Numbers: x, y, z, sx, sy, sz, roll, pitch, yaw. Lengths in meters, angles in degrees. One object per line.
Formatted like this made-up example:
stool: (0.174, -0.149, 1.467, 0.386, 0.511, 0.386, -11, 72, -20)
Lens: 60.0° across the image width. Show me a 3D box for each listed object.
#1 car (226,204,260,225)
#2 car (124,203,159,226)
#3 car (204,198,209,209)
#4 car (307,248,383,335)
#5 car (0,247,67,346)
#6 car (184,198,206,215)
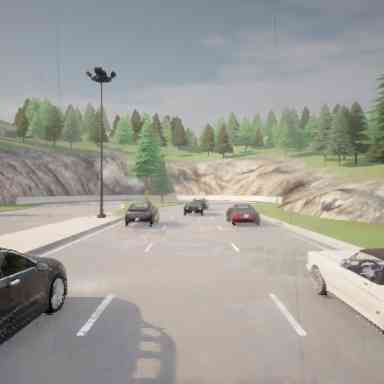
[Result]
car: (3.601, 1.564, 23.977, 1.994, 1.385, 4.181, 0, 0, 0)
car: (-3.400, 1.491, 23.075, 2.128, 1.511, 4.902, 0, 0, 0)
car: (1.076, 1.491, 43.129, 2.128, 1.511, 4.902, 0, 0, 10)
car: (3.600, 1.601, 5.679, 1.895, 1.301, 4.718, 0, 0, 0)
car: (-3.399, 1.504, 4.718, 1.837, 1.490, 4.892, 0, 0, 0)
car: (0.197, 1.601, 33.711, 1.895, 1.301, 4.718, 0, 0, 1)
